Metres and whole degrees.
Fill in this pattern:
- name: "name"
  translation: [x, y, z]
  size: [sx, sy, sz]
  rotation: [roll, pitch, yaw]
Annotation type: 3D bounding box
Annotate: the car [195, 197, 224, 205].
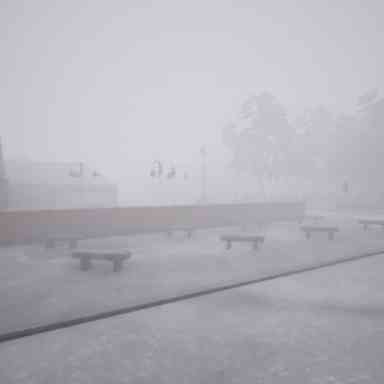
- name: "car"
  translation: [2.310, 1.386, 43.922]
  size: [1.837, 1.490, 4.892]
  rotation: [0, 0, -35]
